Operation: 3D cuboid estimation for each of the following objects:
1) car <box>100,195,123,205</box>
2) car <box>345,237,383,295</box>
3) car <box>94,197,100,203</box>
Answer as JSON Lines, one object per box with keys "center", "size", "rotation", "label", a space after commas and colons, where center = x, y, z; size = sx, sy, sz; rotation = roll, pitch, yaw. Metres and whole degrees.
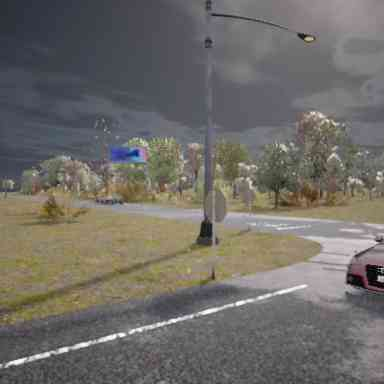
{"center": [-13.365, 1.251, 56.504], "size": [2.097, 1.767, 4.553], "rotation": [0, 0, -33], "label": "car"}
{"center": [5.460, 1.558, 7.765], "size": [4.181, 1.385, 1.994], "rotation": [0, 0, -35], "label": "car"}
{"center": [-16.386, 1.490, 60.917], "size": [1.895, 1.301, 4.718], "rotation": [0, 0, -34], "label": "car"}
